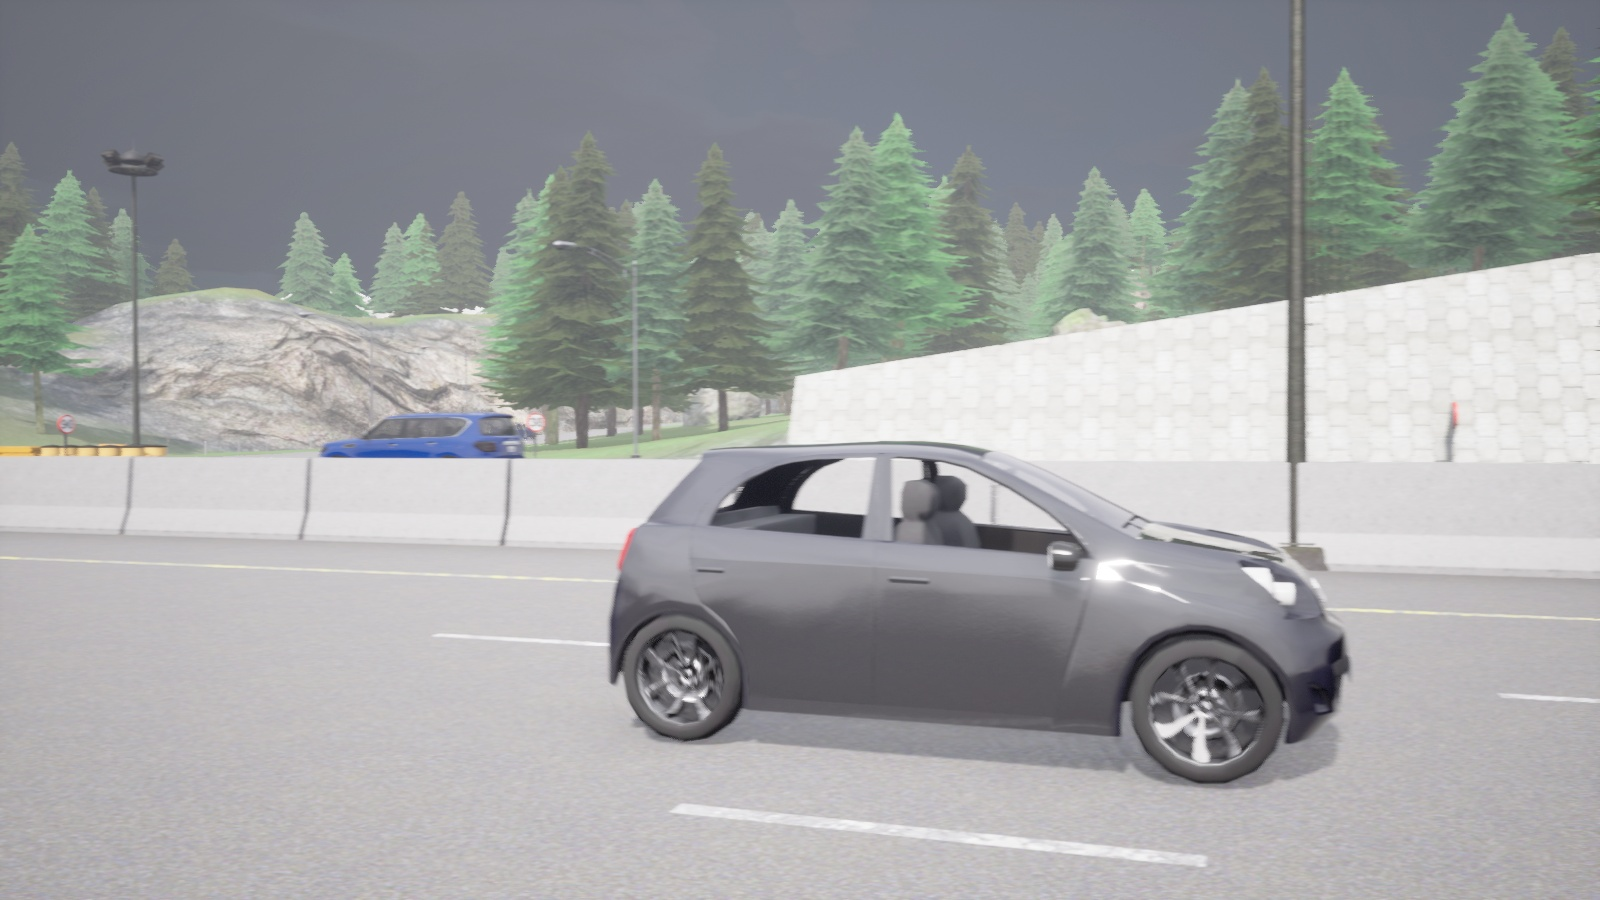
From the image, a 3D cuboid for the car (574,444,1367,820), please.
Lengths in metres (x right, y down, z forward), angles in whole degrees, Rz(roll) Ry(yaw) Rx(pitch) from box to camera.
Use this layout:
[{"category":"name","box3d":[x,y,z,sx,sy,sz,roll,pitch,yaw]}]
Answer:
[{"category":"car","box3d":[0.882,0.738,6.588,3.633,1.501,1.845,1,1,19]}]

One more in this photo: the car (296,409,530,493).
[{"category":"car","box3d":[-9.962,-0.012,32.388,5.566,2.045,2.150,1,1,19]}]
